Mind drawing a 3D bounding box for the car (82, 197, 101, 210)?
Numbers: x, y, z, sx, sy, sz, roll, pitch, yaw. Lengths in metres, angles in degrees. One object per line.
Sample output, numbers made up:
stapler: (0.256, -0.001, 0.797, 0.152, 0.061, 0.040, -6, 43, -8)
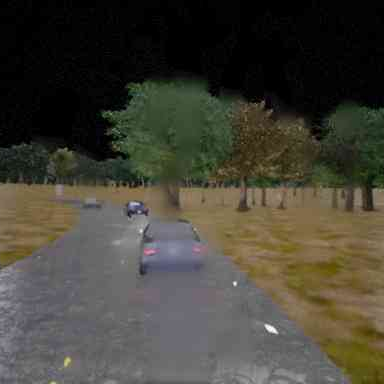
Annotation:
car: (-12.490, 1.370, 41.219, 1.882, 1.535, 5.008, 0, 1, -24)

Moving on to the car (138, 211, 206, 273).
car: (-0.742, 1.572, 10.797, 2.033, 1.411, 5.357, 0, 0, -6)

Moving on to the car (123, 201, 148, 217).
car: (-5.338, 1.527, 31.368, 1.812, 1.442, 4.674, 0, 0, -18)
